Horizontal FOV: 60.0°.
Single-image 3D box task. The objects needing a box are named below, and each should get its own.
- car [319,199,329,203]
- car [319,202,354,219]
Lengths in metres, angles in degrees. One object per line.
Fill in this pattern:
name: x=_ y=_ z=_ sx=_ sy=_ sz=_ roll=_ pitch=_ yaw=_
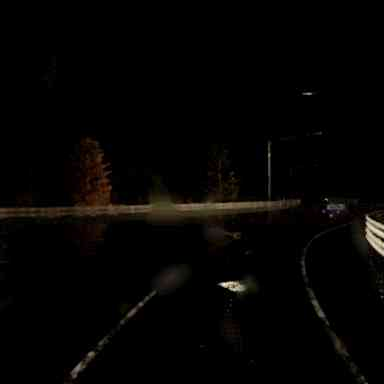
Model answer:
car: x=26.676 y=2.106 z=67.169 sx=2.128 sy=1.511 sz=4.902 roll=0 pitch=0 yaw=19
car: x=14.190 y=1.886 z=32.249 sx=1.895 sy=1.301 sz=4.718 roll=0 pitch=-1 yaw=40
